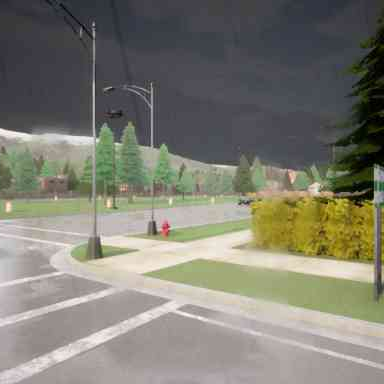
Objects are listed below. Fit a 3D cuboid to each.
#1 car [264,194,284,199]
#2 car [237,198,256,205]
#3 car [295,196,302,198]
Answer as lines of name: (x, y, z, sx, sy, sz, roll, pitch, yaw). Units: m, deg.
car: (13.002, 1.526, 55.094, 1.812, 1.442, 4.674, 0, 0, 36)
car: (9.609, 1.601, 56.376, 1.895, 1.301, 4.718, 0, 0, 36)
car: (21.428, 1.547, 66.725, 2.033, 1.411, 5.357, 0, 0, 36)
